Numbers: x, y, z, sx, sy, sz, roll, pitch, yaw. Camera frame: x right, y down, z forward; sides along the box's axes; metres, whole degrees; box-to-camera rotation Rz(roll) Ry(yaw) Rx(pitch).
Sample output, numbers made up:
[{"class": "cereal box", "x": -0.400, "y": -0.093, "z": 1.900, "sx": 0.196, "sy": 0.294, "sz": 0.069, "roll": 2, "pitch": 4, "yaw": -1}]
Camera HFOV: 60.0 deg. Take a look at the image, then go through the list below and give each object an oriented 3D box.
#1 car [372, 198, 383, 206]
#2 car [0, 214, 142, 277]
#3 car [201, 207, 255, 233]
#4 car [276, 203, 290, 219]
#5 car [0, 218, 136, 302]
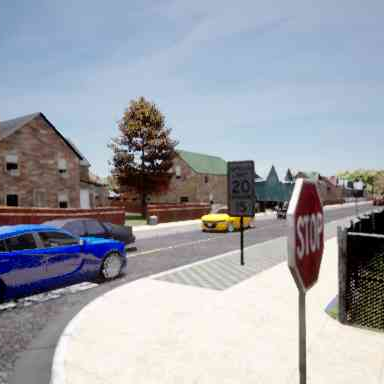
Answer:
[{"class": "car", "x": 42.631, "y": 2.234, "z": 76.034, "sx": 2.097, "sy": 1.767, "sz": 4.553, "roll": -1, "pitch": -1, "yaw": 34}, {"class": "car", "x": -4.352, "y": 1.639, "z": 11.754, "sx": 2.033, "sy": 1.411, "sz": 5.357, "roll": -1, "pitch": -1, "yaw": 34}, {"class": "car", "x": 2.443, "y": 1.702, "z": 21.779, "sx": 1.882, "sy": 1.535, "sz": 5.008, "roll": -1, "pitch": -1, "yaw": 34}, {"class": "car", "x": 9.876, "y": 1.845, "z": 32.738, "sx": 1.882, "sy": 1.535, "sz": 5.008, "roll": -1, "pitch": -1, "yaw": 34}, {"class": "car", "x": -3.688, "y": 1.488, "z": 7.635, "sx": 1.882, "sy": 1.535, "sz": 5.008, "roll": -1, "pitch": -1, "yaw": 34}]
